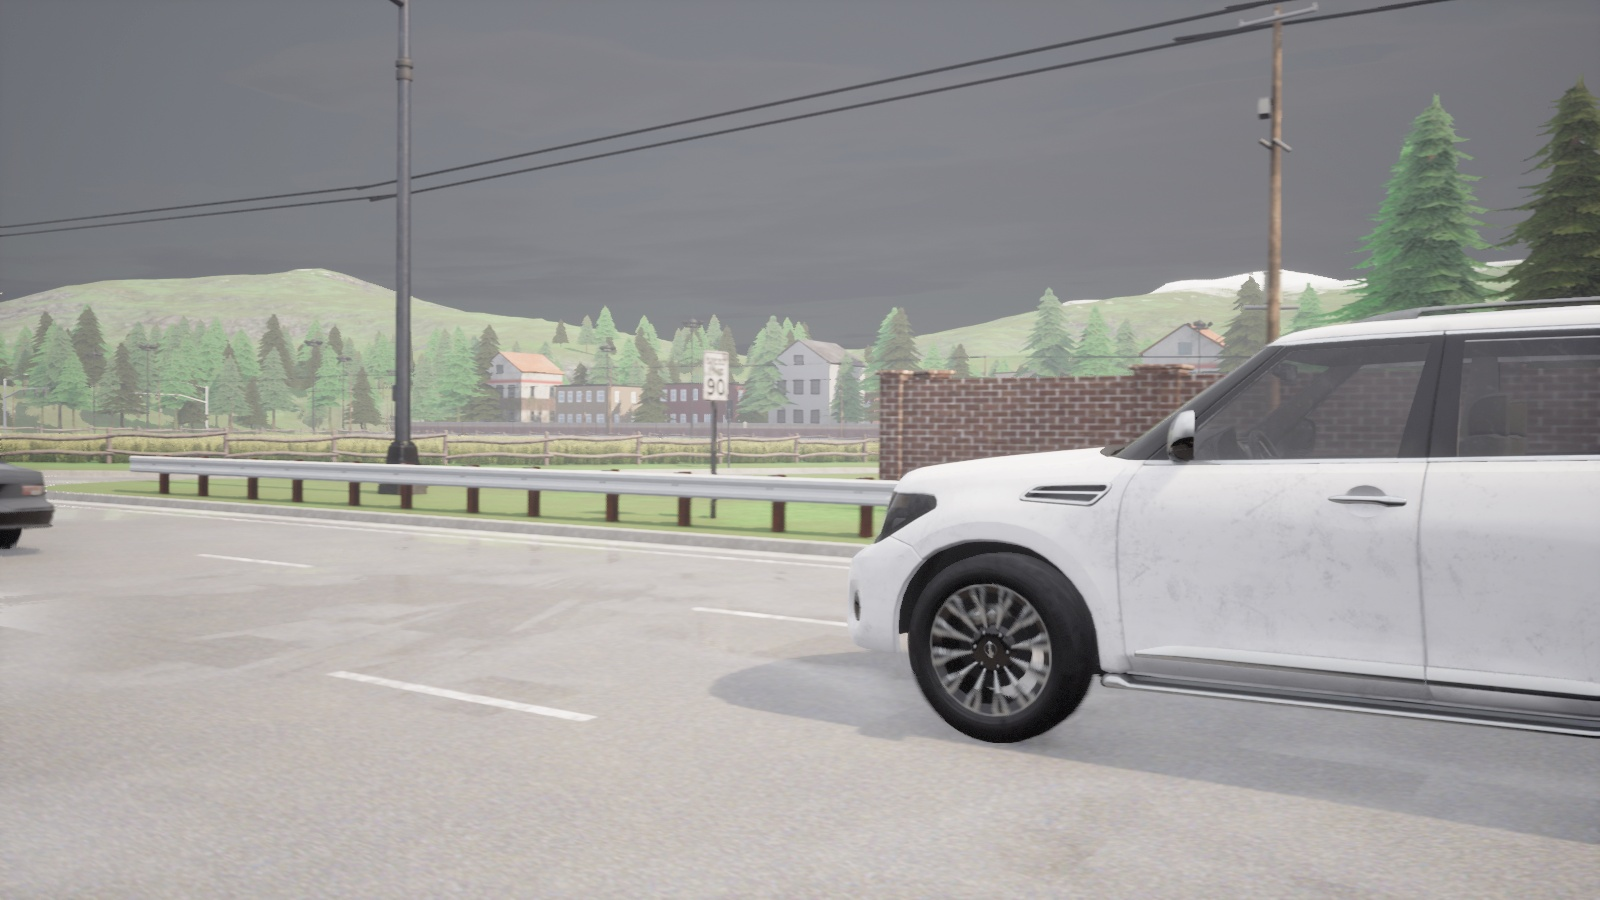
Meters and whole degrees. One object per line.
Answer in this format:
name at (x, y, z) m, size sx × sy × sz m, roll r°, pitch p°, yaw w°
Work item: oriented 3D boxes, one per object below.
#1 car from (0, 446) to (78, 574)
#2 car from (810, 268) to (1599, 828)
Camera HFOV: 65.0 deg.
car at (-11.223, 0.672, 15.281) m, size 5.357 × 1.411 × 2.033 m, roll 0°, pitch 1°, yaw 34°
car at (2.972, 0.344, 5.845) m, size 5.566 × 2.045 × 2.150 m, roll 0°, pitch 1°, yaw 34°
